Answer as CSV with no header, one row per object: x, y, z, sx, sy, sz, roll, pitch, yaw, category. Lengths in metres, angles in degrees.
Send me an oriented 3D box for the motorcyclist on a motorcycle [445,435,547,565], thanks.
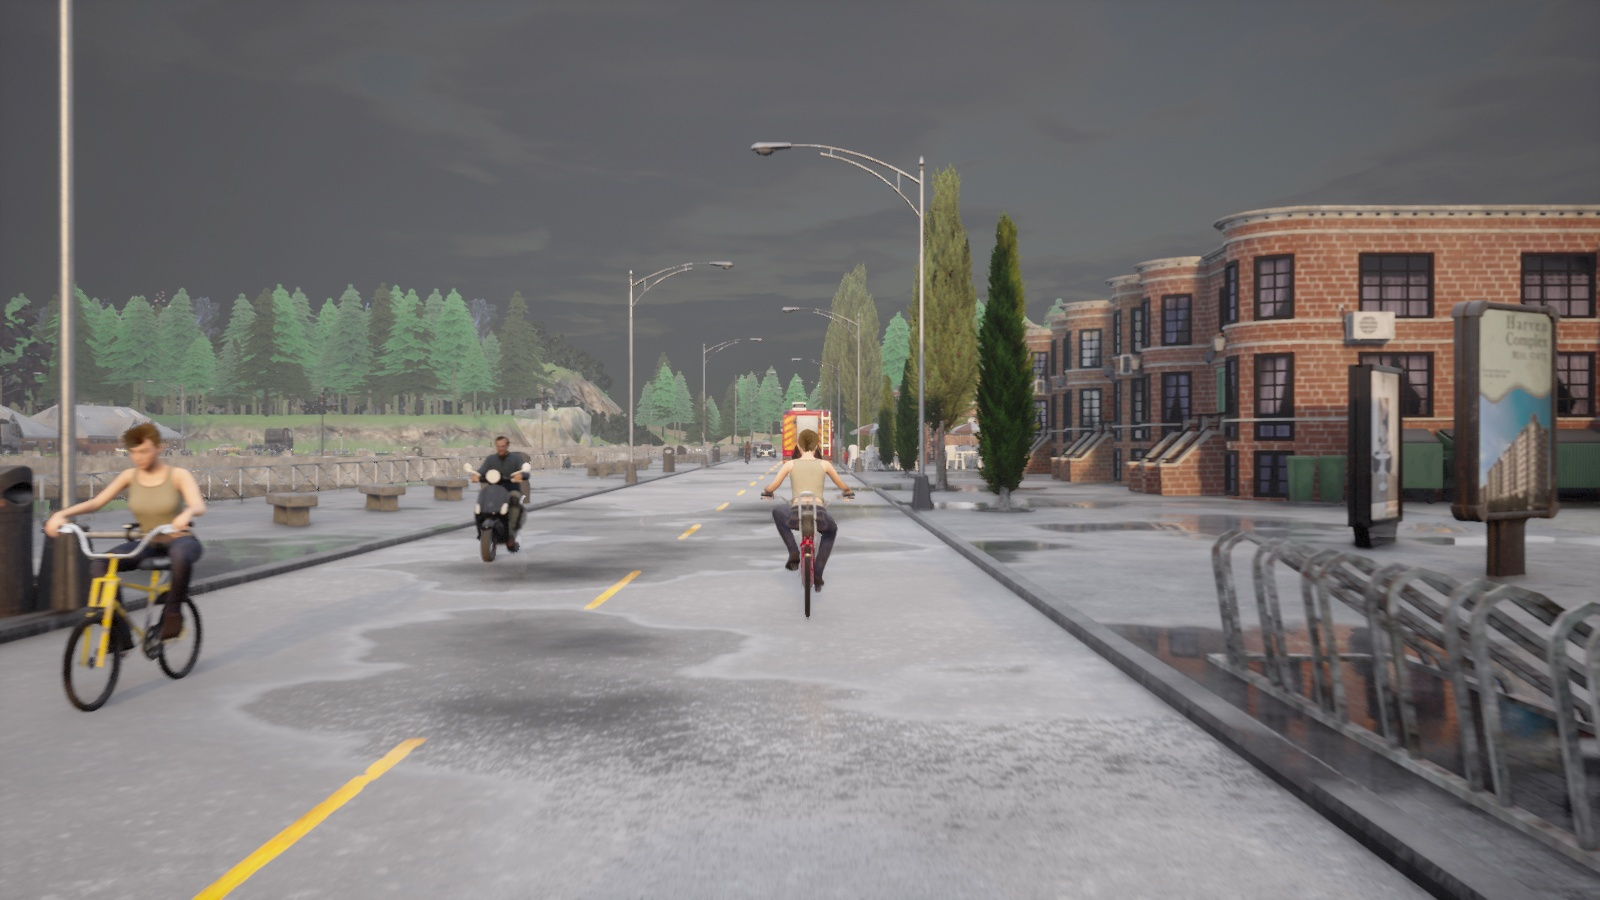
-3.895,0.605,16.236,0.866,1.590,1.817,0,0,0,motorcyclist on a motorcycle

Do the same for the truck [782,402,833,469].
0.423,-0.841,75.036,2.891,3.827,8.468,0,0,0,truck

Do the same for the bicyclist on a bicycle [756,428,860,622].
0.070,0.620,11.197,0.866,1.612,1.509,0,0,0,bicyclist on a bicycle

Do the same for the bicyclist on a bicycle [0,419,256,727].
-3.937,0.639,7.314,0.866,1.612,1.509,0,0,1,bicyclist on a bicycle
